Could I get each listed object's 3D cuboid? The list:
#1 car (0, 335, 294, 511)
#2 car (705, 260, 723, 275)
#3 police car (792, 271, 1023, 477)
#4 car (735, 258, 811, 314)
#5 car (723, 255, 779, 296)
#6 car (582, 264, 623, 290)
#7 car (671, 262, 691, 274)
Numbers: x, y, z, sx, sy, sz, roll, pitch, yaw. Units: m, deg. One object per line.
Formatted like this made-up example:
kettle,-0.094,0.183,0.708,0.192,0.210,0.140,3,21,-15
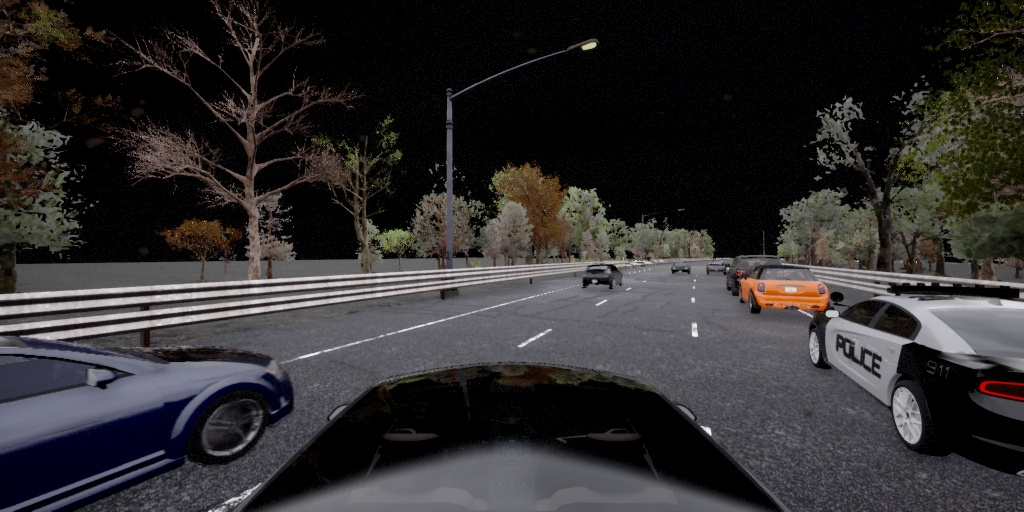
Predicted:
car,-4.127,1.314,2.781,1.994,1.385,4.181,0,0,25
car,22.407,1.261,39.332,2.128,1.511,4.902,0,0,29
police car,5.603,1.175,4.695,1.930,1.638,5.238,0,0,26
car,9.918,1.102,13.421,2.097,1.767,4.553,0,0,27
car,12.626,0.978,18.758,2.150,2.045,5.566,0,0,27
car,5.889,1.255,22.987,1.837,1.490,4.892,0,-1,27
car,19.294,1.370,40.810,1.895,1.301,4.718,0,0,29
